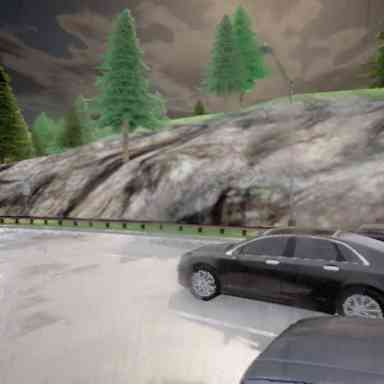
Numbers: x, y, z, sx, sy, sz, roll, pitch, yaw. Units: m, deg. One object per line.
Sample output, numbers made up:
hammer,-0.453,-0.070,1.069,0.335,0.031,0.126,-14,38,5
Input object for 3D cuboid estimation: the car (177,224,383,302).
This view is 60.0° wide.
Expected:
car,1.944,1.458,6.619,4.892,1.490,1.837,0,0,33

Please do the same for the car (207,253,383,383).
car,2.909,1.524,1.853,5.357,1.411,2.033,0,0,36
